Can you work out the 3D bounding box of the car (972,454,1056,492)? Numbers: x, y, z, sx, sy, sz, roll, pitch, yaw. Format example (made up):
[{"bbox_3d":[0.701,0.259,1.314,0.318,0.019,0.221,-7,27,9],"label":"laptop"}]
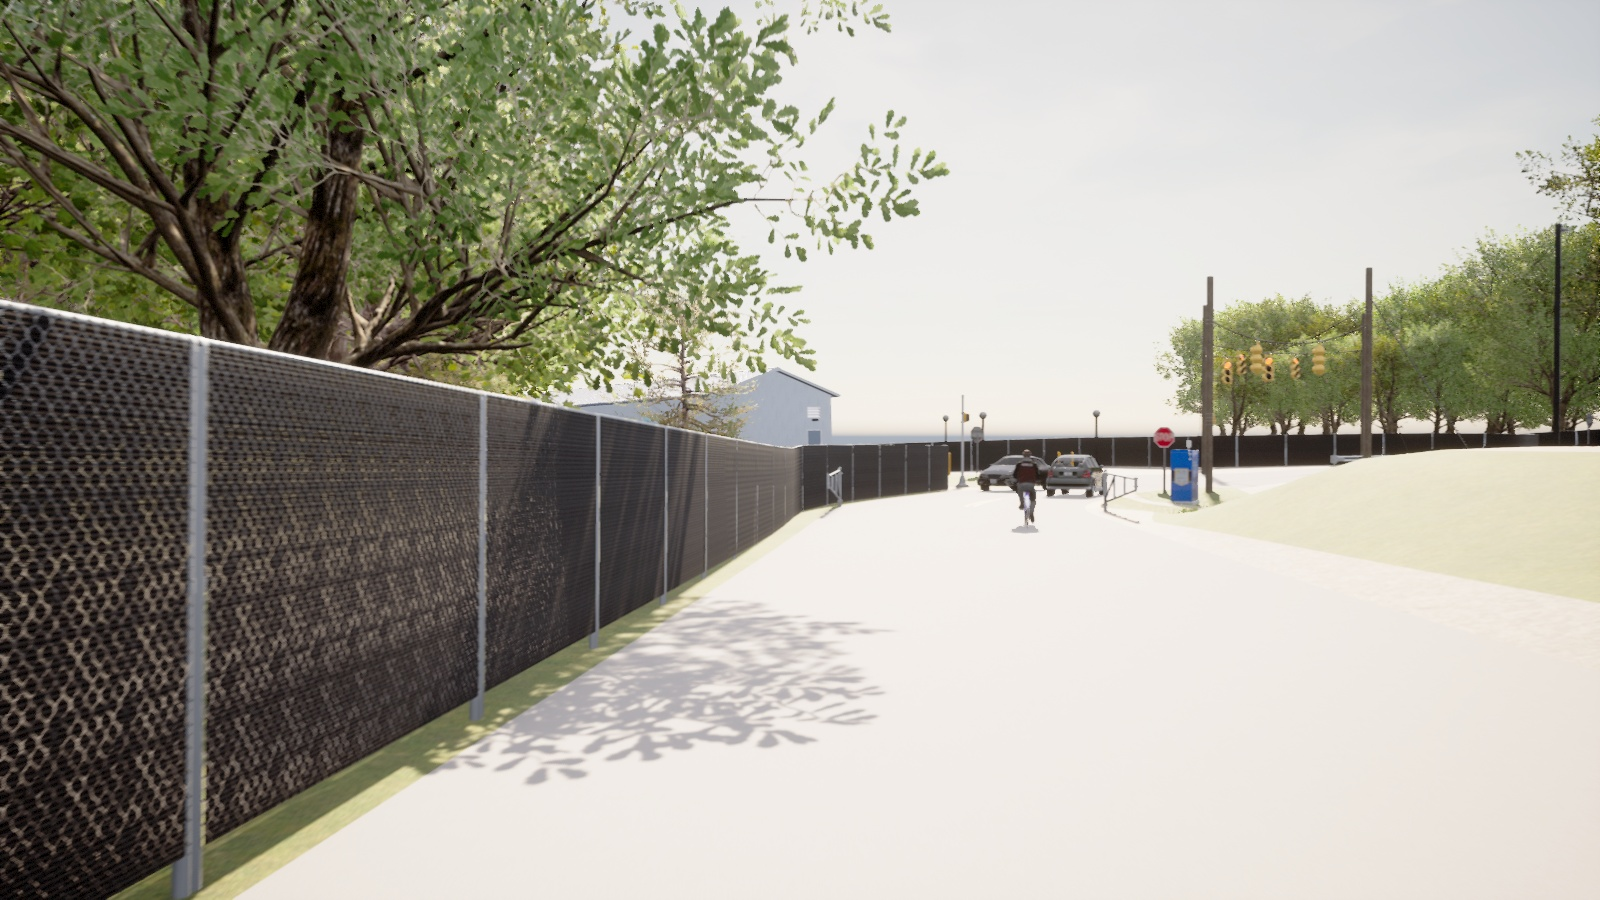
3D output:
[{"bbox_3d":[8.863,0.898,51.778,1.816,1.474,4.193,0,0,34],"label":"car"}]

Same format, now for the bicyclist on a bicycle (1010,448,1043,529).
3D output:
[{"bbox_3d":[5.148,0.837,28.612,0.659,1.776,1.843,0,0,8],"label":"bicyclist on a bicycle"}]

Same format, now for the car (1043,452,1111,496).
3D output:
[{"bbox_3d":[10.478,0.878,47.405,1.789,1.549,3.705,0,0,24],"label":"car"}]
